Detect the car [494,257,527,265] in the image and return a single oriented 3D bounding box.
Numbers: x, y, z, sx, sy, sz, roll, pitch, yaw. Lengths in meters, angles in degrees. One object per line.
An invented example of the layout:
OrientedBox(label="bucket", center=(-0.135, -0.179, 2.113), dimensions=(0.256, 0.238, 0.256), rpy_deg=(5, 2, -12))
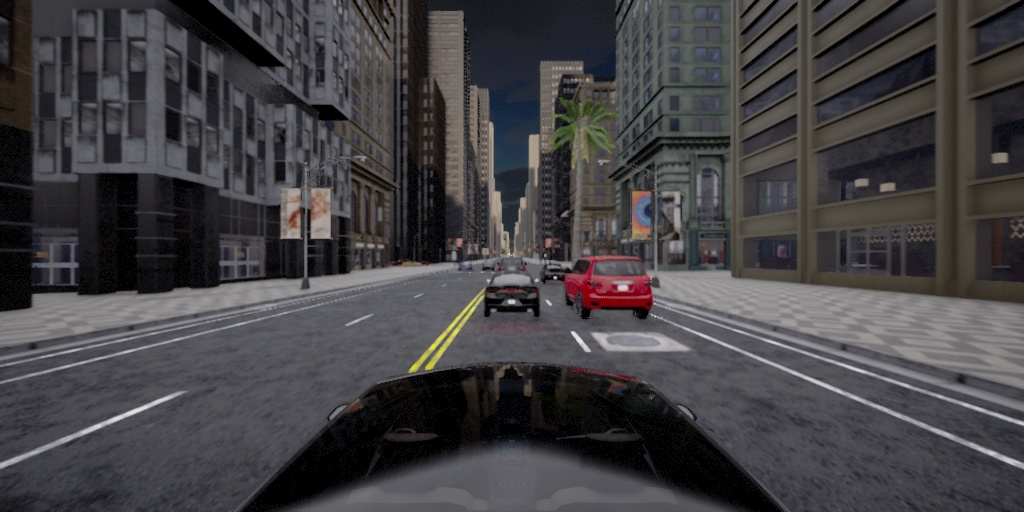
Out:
OrientedBox(label="car", center=(0.021, 1.094, 28.297), dimensions=(2.150, 2.045, 5.566), rpy_deg=(0, 0, 0))

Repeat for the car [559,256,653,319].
OrientedBox(label="car", center=(3.275, 1.026, 13.198), dimensions=(2.150, 2.045, 5.566), rpy_deg=(0, 0, 0))

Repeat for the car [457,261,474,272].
OrientedBox(label="car", center=(-6.602, 1.489, 51.501), dimensions=(1.812, 1.442, 4.674), rpy_deg=(0, 0, 0))

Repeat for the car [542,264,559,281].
OrientedBox(label="car", center=(3.283, 1.382, 29.405), dimensions=(1.837, 1.490, 4.892), rpy_deg=(0, 0, 1))

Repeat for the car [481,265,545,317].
OrientedBox(label="car", center=(0.029, 1.282, 13.590), dimensions=(1.882, 1.535, 5.008), rpy_deg=(0, 0, 1))

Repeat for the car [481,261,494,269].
OrientedBox(label="car", center=(-3.354, 1.469, 51.716), dimensions=(1.837, 1.490, 4.892), rpy_deg=(0, 0, 0))
